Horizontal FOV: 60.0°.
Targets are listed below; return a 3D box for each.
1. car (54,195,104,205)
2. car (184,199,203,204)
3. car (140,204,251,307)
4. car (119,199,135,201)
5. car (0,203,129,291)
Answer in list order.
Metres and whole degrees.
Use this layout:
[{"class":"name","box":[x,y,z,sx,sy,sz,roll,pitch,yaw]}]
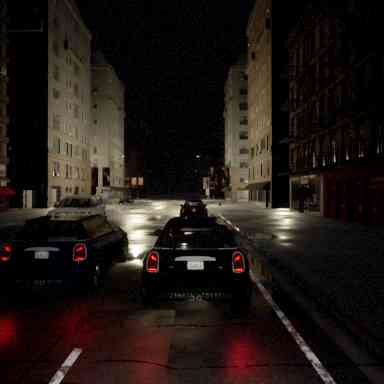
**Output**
[{"class":"car","box":[-6.590,1.227,19.520,2.150,2.045,5.566,0,0,0]},{"class":"car","box":[0.118,1.362,26.112,2.097,1.767,4.553,0,0,0]},{"class":"car","box":[0.101,1.353,8.160,2.097,1.767,4.553,0,0,1]},{"class":"car","box":[-9.725,1.238,49.790,1.994,1.385,4.181,0,0,0]},{"class":"car","box":[-3.148,1.353,9.156,2.097,1.767,4.553,0,0,1]}]
